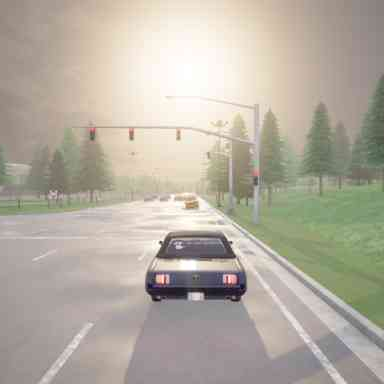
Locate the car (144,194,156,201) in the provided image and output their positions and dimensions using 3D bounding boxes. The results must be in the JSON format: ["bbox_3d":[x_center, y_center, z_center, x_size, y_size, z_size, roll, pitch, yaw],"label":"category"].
[{"bbox_3d":[-10.354,1.531,80.541,2.033,1.411,5.357,0,0,0],"label":"car"}]

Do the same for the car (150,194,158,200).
[{"bbox_3d":[-10.335,1.332,90.961,1.837,1.490,4.892,0,0,0],"label":"car"}]

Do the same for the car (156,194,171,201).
[{"bbox_3d":[-6.854,1.531,80.534,2.033,1.411,5.357,0,0,0],"label":"car"}]

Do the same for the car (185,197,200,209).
[{"bbox_3d":[0.084,1.591,49.899,2.033,1.411,5.357,0,2,0],"label":"car"}]

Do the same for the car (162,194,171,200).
[{"bbox_3d":[-6.835,1.372,90.954,2.033,1.411,5.357,0,0,0],"label":"car"}]

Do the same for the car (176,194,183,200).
[{"bbox_3d":[-3.335,1.357,90.948,1.812,1.442,4.674,0,0,0],"label":"car"}]

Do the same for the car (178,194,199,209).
[{"bbox_3d":[-0.261,1.061,46.505,1.882,1.535,5.008,-11,16,-5],"label":"car"}]

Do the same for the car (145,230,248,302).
[{"bbox_3d":[0.094,1.601,8.234,1.895,1.301,4.718,0,0,0],"label":"car"}]

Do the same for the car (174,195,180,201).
[{"bbox_3d":[-3.353,1.545,80.945,1.994,1.385,4.181,0,0,0],"label":"car"}]
